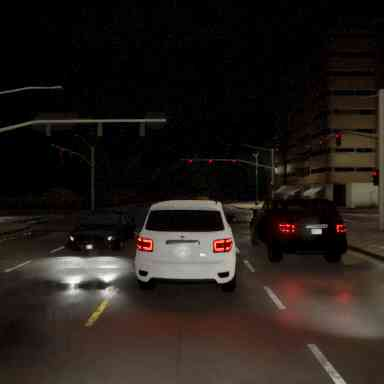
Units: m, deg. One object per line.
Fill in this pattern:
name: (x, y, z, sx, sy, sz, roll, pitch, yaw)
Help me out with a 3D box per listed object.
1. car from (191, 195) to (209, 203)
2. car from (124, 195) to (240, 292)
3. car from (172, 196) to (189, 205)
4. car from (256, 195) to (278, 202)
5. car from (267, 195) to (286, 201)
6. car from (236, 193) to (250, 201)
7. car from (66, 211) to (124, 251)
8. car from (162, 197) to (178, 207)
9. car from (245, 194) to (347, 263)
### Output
car: (1.813, 1.478, 72.553, 1.882, 1.535, 5.008, 0, 0, 27)
car: (0.016, 1.221, 9.154, 2.150, 2.045, 5.566, 0, 0, 4)
car: (-2.051, 1.504, 62.518, 1.837, 1.490, 4.892, 0, 0, 15)
car: (18.202, 1.540, 80.233, 5.357, 1.411, 2.033, 0, 0, -34)
car: (21.840, 1.524, 86.259, 4.674, 1.442, 1.812, 0, 0, -22)
car: (13.073, 1.225, 80.741, 5.566, 2.045, 2.150, 0, 0, -41)
car: (-3.606, 1.547, 14.361, 2.033, 1.411, 5.357, 0, 0, 0)
car: (-3.363, 1.505, 51.610, 1.837, 1.490, 4.892, 0, 0, 3)
car: (3.577, 1.221, 12.180, 2.150, 2.045, 5.566, 0, 0, 0)
